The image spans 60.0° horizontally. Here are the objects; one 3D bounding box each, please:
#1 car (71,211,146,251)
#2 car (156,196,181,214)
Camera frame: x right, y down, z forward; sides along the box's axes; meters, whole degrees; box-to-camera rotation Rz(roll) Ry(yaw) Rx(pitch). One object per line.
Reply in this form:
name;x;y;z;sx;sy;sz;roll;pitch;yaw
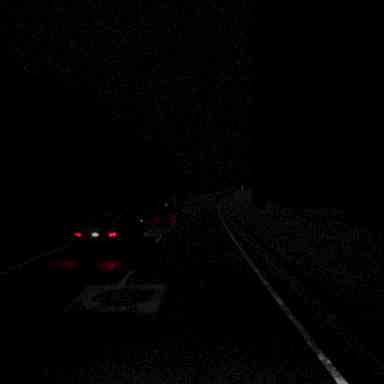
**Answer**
car;-3.227;1.495;13.819;2.033;1.411;5.357;0;0;1
car;-2.312;1.224;33.875;2.097;1.767;4.553;0;0;4
